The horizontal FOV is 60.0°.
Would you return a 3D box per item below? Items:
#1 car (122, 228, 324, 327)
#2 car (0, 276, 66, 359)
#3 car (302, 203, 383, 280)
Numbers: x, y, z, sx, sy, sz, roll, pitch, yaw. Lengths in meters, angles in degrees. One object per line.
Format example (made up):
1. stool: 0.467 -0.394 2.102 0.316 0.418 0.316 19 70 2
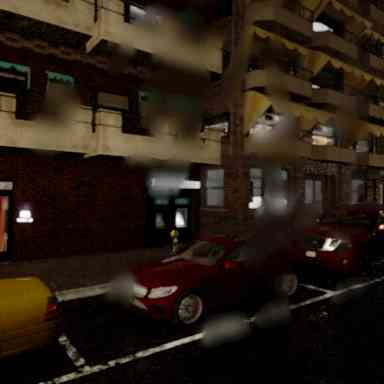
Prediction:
1. car: 0.652 1.577 6.963 4.206 1.307 1.802 0 1 -35
2. car: -4.003 1.527 3.647 4.829 1.417 1.752 0 1 -35
3. car: 5.173 1.303 10.177 5.009 1.841 2.192 0 1 -35
